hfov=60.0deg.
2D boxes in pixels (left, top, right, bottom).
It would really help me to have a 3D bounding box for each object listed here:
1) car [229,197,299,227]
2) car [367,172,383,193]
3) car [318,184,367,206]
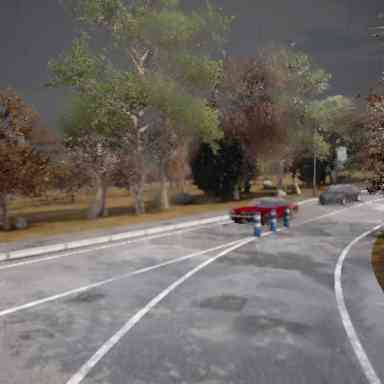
[{"bbox_3d":[4.035,0.997,18.243,1.895,1.301,4.718,1,4,42],"label":"car"},{"bbox_3d":[19.664,-0.989,33.557,5.566,2.045,2.150,-6,5,-40],"label":"car"},{"bbox_3d":[11.799,0.153,26.407,4.892,1.490,1.837,-6,5,-44],"label":"car"}]
